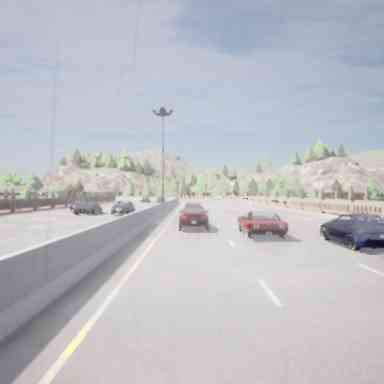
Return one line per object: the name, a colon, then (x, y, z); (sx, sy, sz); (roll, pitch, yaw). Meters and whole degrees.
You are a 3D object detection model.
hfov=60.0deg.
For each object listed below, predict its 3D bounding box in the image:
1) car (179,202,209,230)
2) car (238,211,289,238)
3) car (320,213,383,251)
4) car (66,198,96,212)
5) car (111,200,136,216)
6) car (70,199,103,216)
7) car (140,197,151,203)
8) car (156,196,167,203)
car: (0.122, 1.584, 21.315); (1.812, 1.442, 4.674); (0, 0, 0)
car: (3.607, 1.650, 17.809); (1.895, 1.301, 4.718); (0, 0, 0)
car: (7.106, 1.603, 14.254); (1.994, 1.385, 4.181); (0, 0, 0)
car: (-14.064, 1.620, 42.554); (2.128, 1.511, 4.902); (0, 0, 0)
car: (-7.078, 1.590, 34.516); (2.128, 1.511, 4.902); (0, 0, 0)
car: (-10.577, 1.661, 34.063); (1.994, 1.385, 4.181); (0, 0, 0)
car: (-10.472, 1.831, 75.274); (2.033, 1.411, 5.357); (0, 0, 0)
car: (-6.973, 1.646, 75.763); (2.097, 1.767, 4.553); (0, 0, 0)
